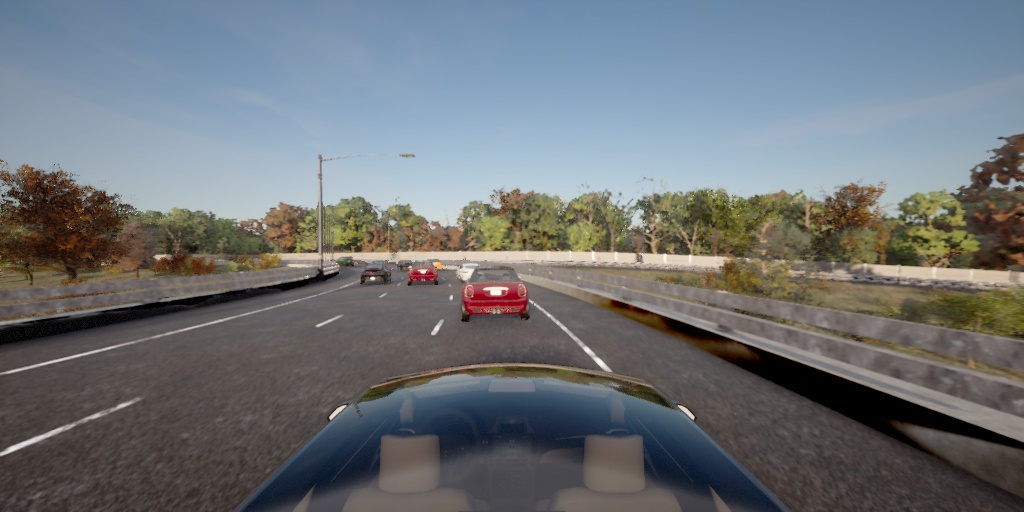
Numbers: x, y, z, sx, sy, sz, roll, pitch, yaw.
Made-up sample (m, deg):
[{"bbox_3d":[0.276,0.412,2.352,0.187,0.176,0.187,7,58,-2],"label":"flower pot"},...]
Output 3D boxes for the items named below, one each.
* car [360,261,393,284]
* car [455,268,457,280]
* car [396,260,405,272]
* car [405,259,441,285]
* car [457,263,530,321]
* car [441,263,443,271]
[{"bbox_3d":[-10.365,1.315,27.540,1.837,1.490,4.892,0,0,-14],"label":"car"},{"bbox_3d":[-3.340,1.296,28.240,1.812,1.442,4.674,0,0,-14],"label":"car"},{"bbox_3d":[-14.798,1.341,49.570,1.837,1.490,4.892,0,0,-26],"label":"car"},{"bbox_3d":[-6.657,1.141,26.973,2.097,1.767,4.553,0,0,-13],"label":"car"},{"bbox_3d":[-0.694,1.106,12.726,2.097,1.767,4.553,0,0,-6],"label":"car"},{"bbox_3d":[-11.193,1.167,50.110,2.097,1.767,4.553,0,0,-25],"label":"car"}]
